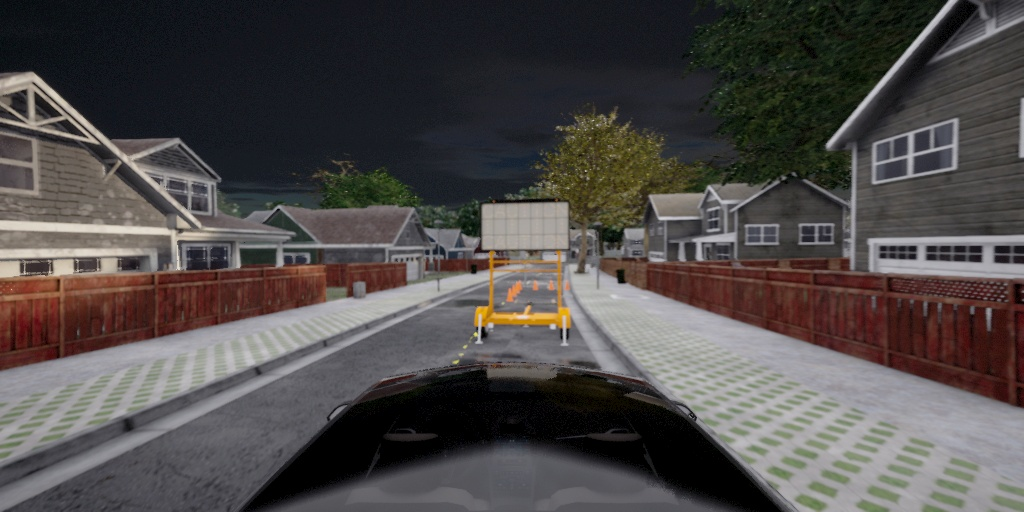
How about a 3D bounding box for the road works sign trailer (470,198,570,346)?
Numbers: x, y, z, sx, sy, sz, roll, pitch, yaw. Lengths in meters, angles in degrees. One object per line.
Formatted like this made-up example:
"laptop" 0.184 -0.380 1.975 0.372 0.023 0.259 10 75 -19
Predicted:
"road works sign trailer" 0.376 0.275 9.701 2.380 3.560 2.880 0 0 7
